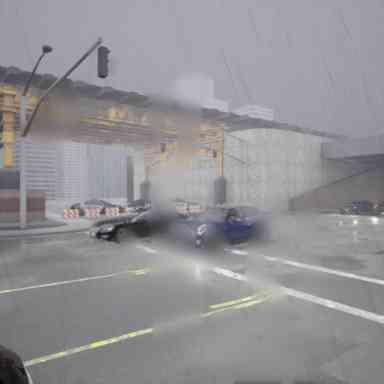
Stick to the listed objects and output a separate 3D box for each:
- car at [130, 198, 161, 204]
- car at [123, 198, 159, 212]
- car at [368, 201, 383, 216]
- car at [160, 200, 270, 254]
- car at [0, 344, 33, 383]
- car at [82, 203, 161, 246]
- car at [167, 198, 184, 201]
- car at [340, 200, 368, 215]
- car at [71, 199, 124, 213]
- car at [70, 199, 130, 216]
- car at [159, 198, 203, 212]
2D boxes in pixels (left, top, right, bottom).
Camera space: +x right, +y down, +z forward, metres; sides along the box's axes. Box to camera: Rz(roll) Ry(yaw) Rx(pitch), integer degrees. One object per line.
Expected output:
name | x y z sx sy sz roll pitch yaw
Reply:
car | -5.255 1.453 34.770 2.038 1.542 4.974 0 0 18
car | -5.239 1.295 34.819 1.853 1.218 4.536 0 0 18
car | 18.967 1.352 31.332 4.553 1.767 2.097 0 0 -37
car | 1.234 1.352 13.778 4.553 1.767 2.097 0 0 -43
car | -3.331 1.492 1.395 4.902 1.511 2.128 0 0 -35
car | -2.206 1.491 15.455 4.902 1.511 2.128 0 0 -39
car | -1.403 1.295 38.530 4.536 1.218 1.853 0 0 -7
car | 17.188 1.526 34.377 4.674 1.442 1.812 0 0 -37
car | -9.046 1.295 32.085 4.536 1.218 1.853 0 0 8
car | -8.995 1.453 32.078 4.974 1.542 2.038 0 0 8
car | -1.351 1.453 38.536 4.974 1.542 2.038 0 0 -7
